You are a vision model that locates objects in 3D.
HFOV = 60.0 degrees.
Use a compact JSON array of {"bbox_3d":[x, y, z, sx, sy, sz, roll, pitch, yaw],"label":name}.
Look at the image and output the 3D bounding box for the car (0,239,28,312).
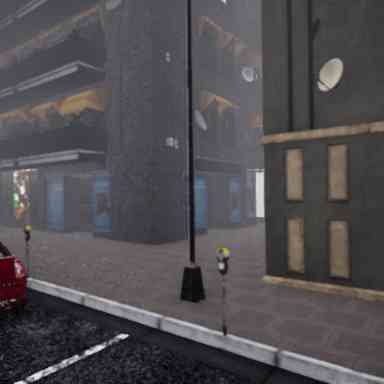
[{"bbox_3d":[-5.034,1.419,6.479,4.097,1.590,1.967,0,-1,35],"label":"car"}]
